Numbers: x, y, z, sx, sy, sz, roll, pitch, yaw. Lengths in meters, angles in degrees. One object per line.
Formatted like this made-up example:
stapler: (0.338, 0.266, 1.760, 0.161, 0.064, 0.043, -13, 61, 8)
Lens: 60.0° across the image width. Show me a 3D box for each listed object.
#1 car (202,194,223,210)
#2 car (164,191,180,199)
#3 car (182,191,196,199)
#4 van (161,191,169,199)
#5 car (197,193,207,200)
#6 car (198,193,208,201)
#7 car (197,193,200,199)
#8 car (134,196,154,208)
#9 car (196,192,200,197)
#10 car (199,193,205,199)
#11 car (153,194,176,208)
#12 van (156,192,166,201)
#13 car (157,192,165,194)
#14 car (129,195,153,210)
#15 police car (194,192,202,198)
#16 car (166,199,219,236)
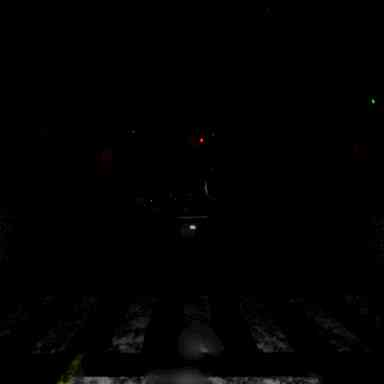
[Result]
car: (2.535, 1.258, 37.608, 2.008, 1.369, 4.403, 0, 0, -1)
car: (-3.479, 1.035, 57.589, 1.882, 1.535, 5.008, 0, 0, 0)
car: (-0.514, 0.985, 66.441, 2.128, 1.511, 4.902, 0, 0, -1)
van: (-6.401, 0.746, 78.739, 1.690, 1.788, 3.998, 0, 0, -1)
car: (2.168, 1.002, 74.389, 1.947, 1.339, 4.313, 0, 0, -1)
car: (2.219, 0.998, 69.270, 1.752, 1.417, 4.829, 0, 0, -1)
car: (2.372, 1.135, 53.940, 2.008, 1.369, 4.403, 0, 0, -1)
car: (-6.040, 1.221, 42.518, 2.008, 1.369, 4.403, 0, 0, -1)
car: (2.273, 1.063, 63.811, 2.008, 1.369, 4.403, 0, 0, -1)
car: (2.426, 1.170, 48.496, 1.887, 1.381, 4.507, 0, 0, -1)
car: (-3.347, 1.249, 40.500, 1.994, 1.385, 4.181, 0, 0, 0)
van: (-6.293, 0.823, 67.912, 1.690, 1.788, 3.998, 0, 0, -1)
car: (-6.185, 1.127, 57.089, 1.947, 1.339, 4.313, 0, 0, -1)
car: (-5.990, 1.259, 37.526, 2.008, 1.369, 4.403, 0, 0, -1)
police car: (1.600, 0.738, 91.787, 1.930, 1.638, 5.238, 0, 0, -1)
car: (0.024, 1.355, 17.416, 2.128, 1.511, 4.902, -1, 0, 0)
